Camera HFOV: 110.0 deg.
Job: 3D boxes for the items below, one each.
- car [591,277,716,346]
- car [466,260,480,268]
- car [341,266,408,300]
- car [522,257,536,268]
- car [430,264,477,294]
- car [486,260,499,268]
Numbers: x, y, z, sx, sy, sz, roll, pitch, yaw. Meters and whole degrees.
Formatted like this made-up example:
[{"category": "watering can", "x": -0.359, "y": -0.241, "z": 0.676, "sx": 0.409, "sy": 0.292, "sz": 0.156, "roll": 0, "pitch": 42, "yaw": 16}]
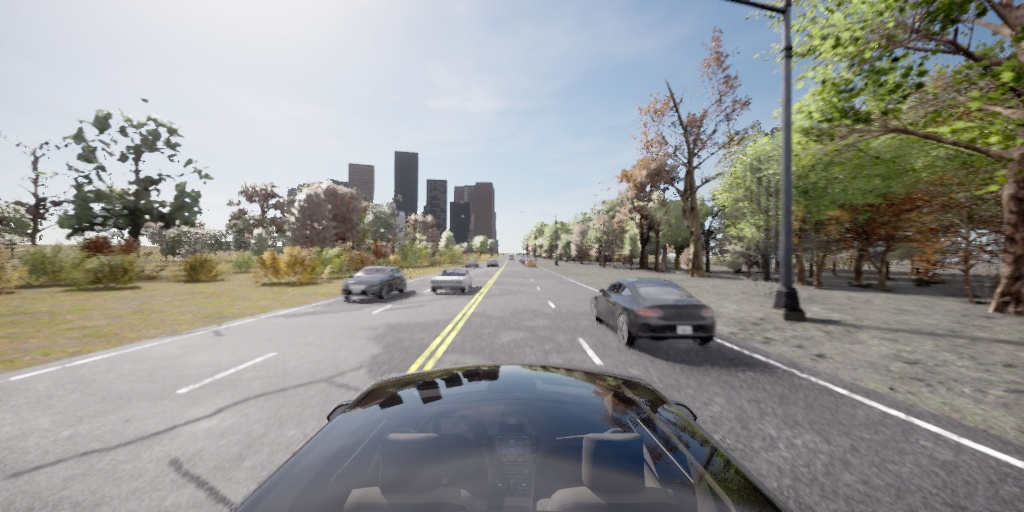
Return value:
[{"category": "car", "x": 3.354, "y": 1.273, "z": 9.272, "sx": 1.812, "sy": 1.442, "sz": 4.674, "roll": 0, "pitch": 0, "yaw": 0}, {"category": "car", "x": -6.512, "y": 1.295, "z": 59.889, "sx": 1.994, "sy": 1.385, "sz": 4.181, "roll": 0, "pitch": 0, "yaw": 1}, {"category": "car", "x": -6.591, "y": 1.242, "z": 17.667, "sx": 2.128, "sy": 1.511, "sz": 4.902, "roll": 0, "pitch": 0, "yaw": 0}, {"category": "car", "x": 3.267, "y": 1.181, "z": 62.750, "sx": 1.801, "sy": 1.575, "sz": 5.366, "roll": 0, "pitch": 0, "yaw": 0}, {"category": "car", "x": -3.341, "y": 1.351, "z": 20.577, "sx": 1.895, "sy": 1.301, "sz": 4.718, "roll": 0, "pitch": 0, "yaw": 0}, {"category": "car", "x": -3.266, "y": 1.297, "z": 61.662, "sx": 1.994, "sy": 1.385, "sz": 4.181, "roll": 0, "pitch": 0, "yaw": 1}]
